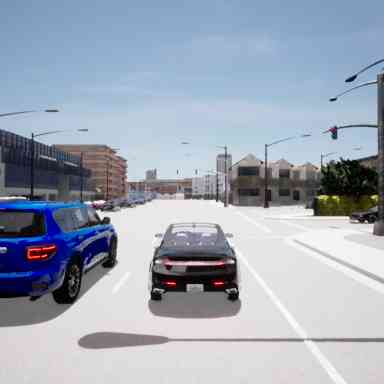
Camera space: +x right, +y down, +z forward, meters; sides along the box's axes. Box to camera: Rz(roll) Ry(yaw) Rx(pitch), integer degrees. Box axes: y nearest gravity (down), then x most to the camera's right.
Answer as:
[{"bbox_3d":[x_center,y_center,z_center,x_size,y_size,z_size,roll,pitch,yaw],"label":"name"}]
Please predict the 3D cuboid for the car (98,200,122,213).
[{"bbox_3d":[-10.666,1.855,43.578,1.837,1.490,4.892,0,0,0],"label":"car"}]

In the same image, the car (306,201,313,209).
[{"bbox_3d":[20.361,2.099,54.511,1.994,1.385,4.181,-1,-1,45],"label":"car"}]

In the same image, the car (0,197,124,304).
[{"bbox_3d":[-3.446,1.239,8.320,2.150,2.045,5.566,0,0,0],"label":"car"}]

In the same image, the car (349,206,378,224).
[{"bbox_3d":[15.061,1.685,25.499,5.357,1.411,2.033,0,-1,0],"label":"car"}]

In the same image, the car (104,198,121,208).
[{"bbox_3d":[-14.161,1.921,59.499,1.837,1.490,4.892,0,0,0],"label":"car"}]

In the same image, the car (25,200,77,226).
[{"bbox_3d":[-10.642,1.505,25.565,2.097,1.767,4.553,0,-1,0],"label":"car"}]

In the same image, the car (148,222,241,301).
[{"bbox_3d":[0.055,1.506,8.365,2.128,1.511,4.902,0,0,0],"label":"car"}]

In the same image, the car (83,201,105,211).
[{"bbox_3d":[-14.176,1.998,48.471,1.895,1.301,4.718,0,-1,0],"label":"car"}]

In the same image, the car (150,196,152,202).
[{"bbox_3d":[-10.624,1.717,79.032,2.128,1.511,4.902,0,0,0],"label":"car"}]

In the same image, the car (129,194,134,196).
[{"bbox_3d":[-14.108,1.682,69.085,2.097,1.767,4.553,0,1,0],"label":"car"}]

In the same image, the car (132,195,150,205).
[{"bbox_3d":[-10.608,1.880,68.613,2.033,1.411,5.357,0,1,0],"label":"car"}]

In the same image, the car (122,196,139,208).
[{"bbox_3d":[-10.672,1.934,55.701,1.837,1.490,4.892,0,0,0],"label":"car"}]
